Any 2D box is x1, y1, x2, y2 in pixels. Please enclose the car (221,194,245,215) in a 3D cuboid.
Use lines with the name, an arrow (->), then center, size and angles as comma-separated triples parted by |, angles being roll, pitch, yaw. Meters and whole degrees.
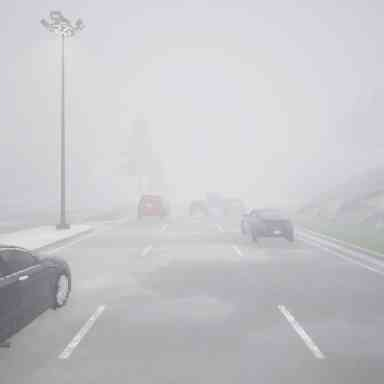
car -> 4.399, 1.352, 34.229 | 2.097, 1.767, 4.553 | 0, 0, 9

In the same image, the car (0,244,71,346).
car -> -3.400, 1.504, 4.951 | 1.837, 1.490, 4.892 | 0, 0, 0

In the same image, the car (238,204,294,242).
car -> 3.602, 1.525, 16.328 | 1.812, 1.442, 4.674 | 0, 0, 0

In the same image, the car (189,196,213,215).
car -> 0.818, 1.504, 33.750 | 1.837, 1.490, 4.892 | 0, 0, 7

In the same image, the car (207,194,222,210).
car -> 3.255, 1.220, 43.930 | 2.150, 2.045, 5.566 | 0, 0, 16

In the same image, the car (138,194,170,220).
car -> -3.199, 1.223, 28.622 | 2.150, 2.045, 5.566 | 0, 0, 2
